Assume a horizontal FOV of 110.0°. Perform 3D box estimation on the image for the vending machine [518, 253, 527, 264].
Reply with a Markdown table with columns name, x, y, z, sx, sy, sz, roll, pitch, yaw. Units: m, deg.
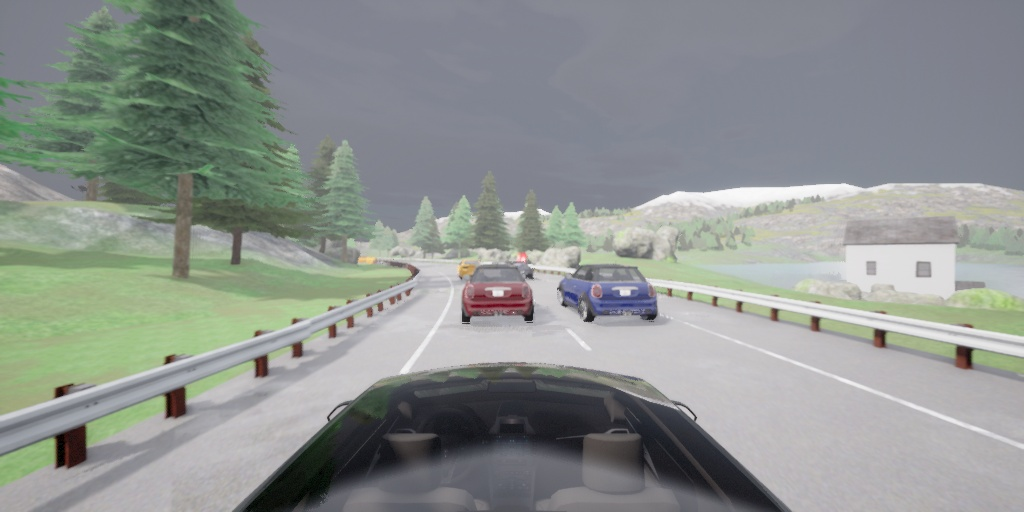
| name | x | y | z | sx | sy | sz | roll | pitch | yaw |
| --- | --- | --- | --- | --- | --- | --- | --- | --- | --- |
| vending machine | 1.219 | 0.614 | 42.933 | 1.100 | 2.100 | 0.880 | 0 | 0 | -19 |

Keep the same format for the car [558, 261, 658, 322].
| name | x | y | z | sx | sy | sz | roll | pitch | yaw |
| --- | --- | --- | --- | --- | --- | --- | --- | --- | --- |
| car | 2.943 | 1.010 | 12.008 | 2.097 | 1.767 | 4.553 | 0 | 1 | -5 |

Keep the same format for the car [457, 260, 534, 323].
| name | x | y | z | sx | sy | sz | roll | pitch | yaw |
| --- | --- | --- | --- | --- | --- | --- | --- | --- | --- |
| car | -0.564 | 1.024 | 12.003 | 2.097 | 1.767 | 4.553 | 0 | 1 | -5 |

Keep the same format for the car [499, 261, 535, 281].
| name | x | y | z | sx | sy | sz | roll | pitch | yaw |
| --- | --- | --- | --- | --- | --- | --- | --- | --- | --- |
| car | 0.300 | 1.101 | 28.527 | 1.994 | 1.385 | 4.181 | 0 | 0 | -13 |
